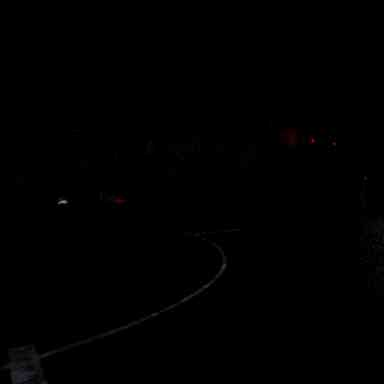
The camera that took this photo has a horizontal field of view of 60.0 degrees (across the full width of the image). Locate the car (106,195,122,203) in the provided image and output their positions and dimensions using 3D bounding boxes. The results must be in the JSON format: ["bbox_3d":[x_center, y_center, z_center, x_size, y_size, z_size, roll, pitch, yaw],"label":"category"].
[{"bbox_3d":[-16.410,1.470,69.676,1.812,1.442,4.674,0,0,-34],"label":"car"}]

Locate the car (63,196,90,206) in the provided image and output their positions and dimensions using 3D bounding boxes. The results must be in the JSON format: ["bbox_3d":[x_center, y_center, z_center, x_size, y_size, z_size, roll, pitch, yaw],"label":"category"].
[{"bbox_3d":[-19.220,1.540,55.174,2.128,1.511,4.902,0,0,-34],"label":"car"}]

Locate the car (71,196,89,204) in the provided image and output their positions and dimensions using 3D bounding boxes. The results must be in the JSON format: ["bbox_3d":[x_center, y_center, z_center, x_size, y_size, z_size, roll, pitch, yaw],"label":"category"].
[{"bbox_3d":[-22.190,1.554,65.729,2.033,1.411,5.357,0,0,-34],"label":"car"}]

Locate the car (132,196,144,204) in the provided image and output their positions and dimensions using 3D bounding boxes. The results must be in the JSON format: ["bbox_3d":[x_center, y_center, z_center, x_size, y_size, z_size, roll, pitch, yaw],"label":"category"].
[{"bbox_3d":[-10.617,1.467,61.195,2.128,1.511,4.902,0,0,-34],"label":"car"}]

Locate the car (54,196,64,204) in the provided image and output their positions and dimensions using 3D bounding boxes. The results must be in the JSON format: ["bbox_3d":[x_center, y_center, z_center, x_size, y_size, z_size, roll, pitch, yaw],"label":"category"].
[{"bbox_3d":[-25.081,1.567,63.755,2.128,1.511,4.902,0,0,-34],"label":"car"}]

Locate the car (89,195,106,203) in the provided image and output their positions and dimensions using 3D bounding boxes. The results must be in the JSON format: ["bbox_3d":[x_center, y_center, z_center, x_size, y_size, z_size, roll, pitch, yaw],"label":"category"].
[{"bbox_3d":[-19.300,1.471,67.702,1.837,1.490,4.892,0,0,-34],"label":"car"}]

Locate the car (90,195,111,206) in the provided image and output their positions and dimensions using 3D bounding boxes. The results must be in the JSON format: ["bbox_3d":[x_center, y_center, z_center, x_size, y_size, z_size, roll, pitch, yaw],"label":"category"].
[{"bbox_3d":[-16.288,1.571,57.088,2.033,1.411,5.357,0,0,-34],"label":"car"}]

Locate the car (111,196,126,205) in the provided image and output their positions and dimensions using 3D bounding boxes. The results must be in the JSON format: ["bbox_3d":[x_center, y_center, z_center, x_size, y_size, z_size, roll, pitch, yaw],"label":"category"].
[{"bbox_3d":[-13.522,1.601,59.245,1.895,1.301,4.718,0,0,-34],"label":"car"}]
